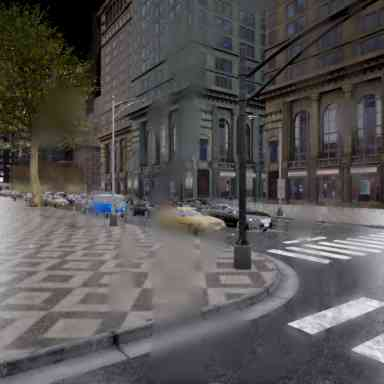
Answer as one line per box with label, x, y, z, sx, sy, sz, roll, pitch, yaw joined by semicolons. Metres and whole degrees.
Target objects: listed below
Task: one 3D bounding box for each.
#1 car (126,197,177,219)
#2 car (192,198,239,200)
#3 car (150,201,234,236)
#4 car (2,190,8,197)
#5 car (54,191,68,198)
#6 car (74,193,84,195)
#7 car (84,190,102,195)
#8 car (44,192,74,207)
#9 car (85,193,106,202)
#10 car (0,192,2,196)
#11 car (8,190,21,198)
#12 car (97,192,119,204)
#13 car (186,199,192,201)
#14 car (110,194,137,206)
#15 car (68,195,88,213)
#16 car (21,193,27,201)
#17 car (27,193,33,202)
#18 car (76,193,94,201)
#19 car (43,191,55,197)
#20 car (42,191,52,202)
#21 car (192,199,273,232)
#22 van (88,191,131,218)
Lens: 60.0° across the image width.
car;-3.353;1.338;26.905;1.994;1.385;4.181;0;1;-35
car;2.333;1.184;24.401;2.097;1.767;4.553;0;1;-35
car;-0.173;1.398;17.802;1.752;1.417;4.829;1;0;-35
car;-42.413;0.329;77.588;1.967;1.590;4.097;1;0;-35
car;-28.972;0.587;73.336;1.887;1.381;4.507;1;0;-35
car;-15.051;1.029;43.546;1.812;1.442;4.674;0;1;-34
car;-9.169;0.870;35.147;2.150;2.045;5.566;0;1;-35
car;-16.384;1.051;40.749;1.752;1.417;4.829;1;0;-35
car;-16.006;0.910;54.988;2.008;1.369;4.403;1;0;-35
car;-45.655;0.254;82.176;1.967;1.590;4.097;1;0;-35
car;-35.929;0.483;68.413;1.967;1.590;4.097;1;0;-35
car;-12.763;0.880;50.401;1.967;1.590;4.097;1;0;-35
car;0.201;1.315;32.048;1.947;1.339;4.313;1;0;-35
car;-9.524;1.073;45.814;2.008;1.369;4.403;1;0;-35
car;-9.998;1.230;31.709;2.008;1.369;4.403;1;0;-35
car;-26.207;0.830;54.651;2.008;1.369;4.403;1;0;-35
car;-22.965;0.910;50.063;2.008;1.369;4.403;1;0;-35
car;-19.248;0.860;59.575;1.802;1.307;4.206;1;0;-35
car;-35.455;0.471;82.510;1.802;1.307;4.206;1;0;-35
car;-19.723;0.992;45.476;2.008;1.369;4.403;1;0;-35
car;2.369;1.370;18.796;2.128;1.511;4.902;0;1;-35
van;-6.754;1.091;27.120;1.690;1.788;3.998;1;0;-35
